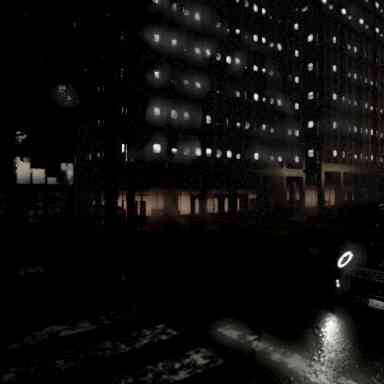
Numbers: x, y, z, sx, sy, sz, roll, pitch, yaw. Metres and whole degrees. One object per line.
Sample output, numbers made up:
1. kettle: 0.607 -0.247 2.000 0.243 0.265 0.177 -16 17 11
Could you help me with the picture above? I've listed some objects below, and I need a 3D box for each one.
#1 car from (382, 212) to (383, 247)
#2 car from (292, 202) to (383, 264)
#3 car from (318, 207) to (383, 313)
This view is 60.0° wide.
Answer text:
1. car: 9.800 1.462 13.559 4.313 1.339 1.947 0 0 -36
2. car: 5.303 1.247 10.349 5.009 1.841 2.192 0 0 -36
3. car: 4.968 1.299 6.925 4.553 1.767 2.097 0 0 -35
